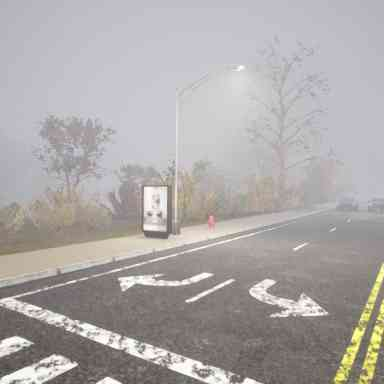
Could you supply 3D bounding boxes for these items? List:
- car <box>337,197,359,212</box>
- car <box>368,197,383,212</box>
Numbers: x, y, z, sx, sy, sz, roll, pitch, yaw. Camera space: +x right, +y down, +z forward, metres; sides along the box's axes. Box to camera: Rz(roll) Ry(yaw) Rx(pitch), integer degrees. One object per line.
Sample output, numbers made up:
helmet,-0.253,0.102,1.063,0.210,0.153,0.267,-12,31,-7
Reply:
car,18.670,1.390,39.767,2.097,1.767,4.553,0,0,30
car,21.474,1.392,38.124,2.097,1.767,4.553,0,0,30
